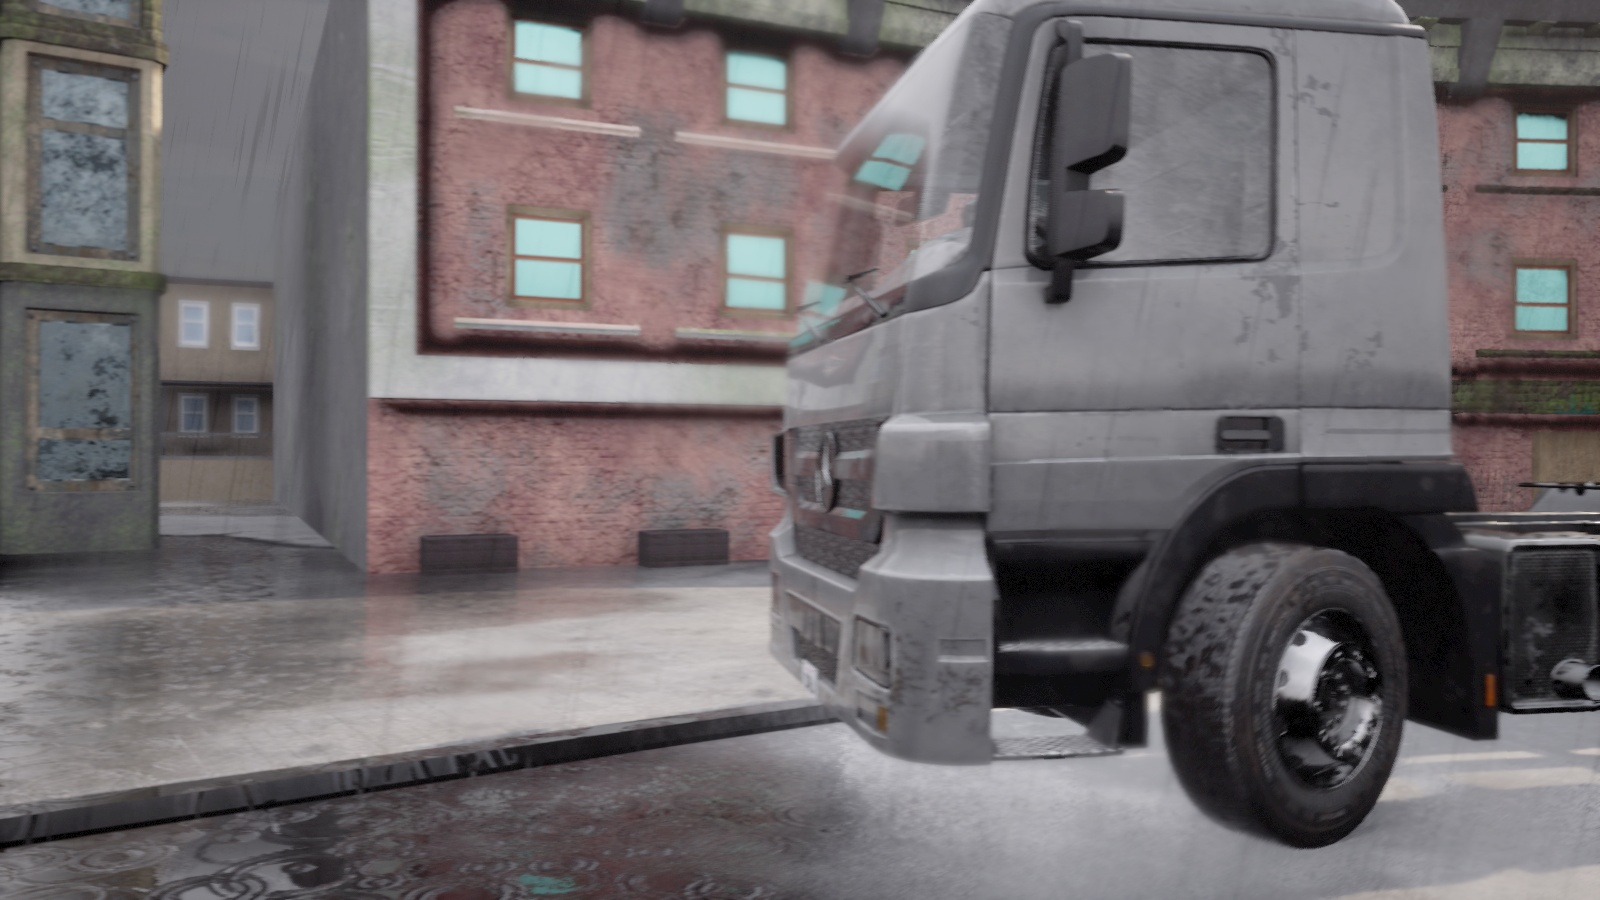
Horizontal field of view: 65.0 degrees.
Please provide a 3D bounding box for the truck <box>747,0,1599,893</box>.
[{"bbox_3d":[3.880,-0.228,6.467,7.936,3.462,2.891,0,0,-11],"label":"truck"}]
